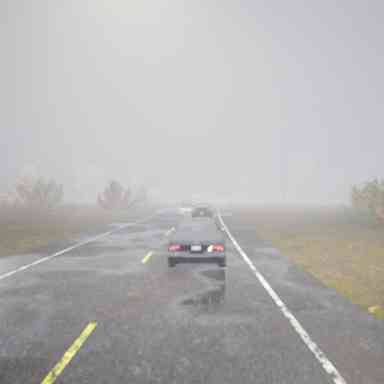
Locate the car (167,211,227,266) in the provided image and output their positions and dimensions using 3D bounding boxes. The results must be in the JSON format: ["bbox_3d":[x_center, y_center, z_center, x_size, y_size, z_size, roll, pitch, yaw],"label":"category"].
[{"bbox_3d":[0.204,1.626,11.766,2.033,1.411,5.357,0,0,2],"label":"car"}]

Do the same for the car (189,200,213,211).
[{"bbox_3d":[1.006,1.732,31.595,1.812,1.442,4.674,0,0,3],"label":"car"}]

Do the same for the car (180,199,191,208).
[{"bbox_3d":[-0.860,1.860,55.862,2.128,1.511,4.902,0,0,6],"label":"car"}]
